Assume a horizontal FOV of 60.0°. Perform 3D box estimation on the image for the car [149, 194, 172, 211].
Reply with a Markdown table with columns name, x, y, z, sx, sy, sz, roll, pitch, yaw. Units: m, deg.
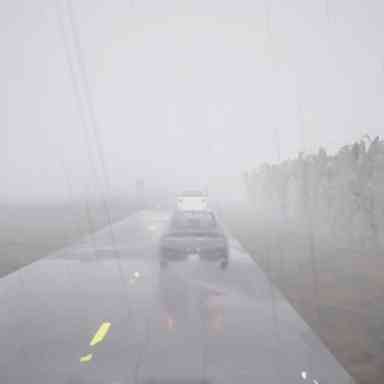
| name | x | y | z | sx | sy | sz | roll | pitch | yaw |
| --- | --- | --- | --- | --- | --- | --- | --- | --- | --- |
| car | -2.911 | 0.956 | 31.128 | 2.128 | 1.511 | 4.902 | 0 | 1 | 0 |

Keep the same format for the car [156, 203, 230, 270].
| name | x | y | z | sx | sy | sz | roll | pitch | yaw |
| --- | --- | --- | --- | --- | --- | --- | --- | --- | --- |
| car | 0.048 | 1.306 | 10.330 | 2.128 | 1.511 | 4.902 | 0 | 1 | 0 |

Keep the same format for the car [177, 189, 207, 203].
| name | x | y | z | sx | sy | sz | roll | pitch | yaw |
| --- | --- | --- | --- | --- | --- | --- | --- | --- | --- |
| car | 0.016 | 0.761 | 26.241 | 2.150 | 2.045 | 5.566 | 0 | 1 | 0 |
